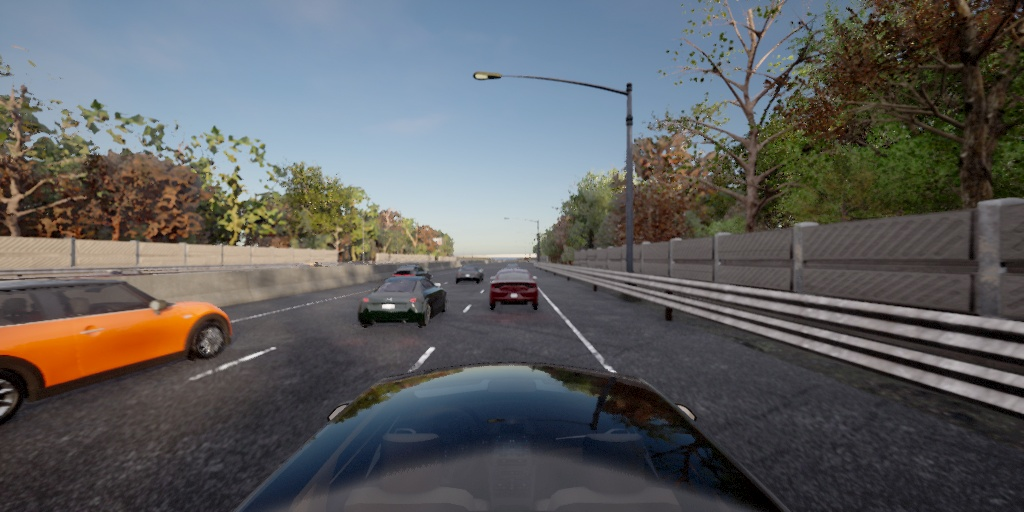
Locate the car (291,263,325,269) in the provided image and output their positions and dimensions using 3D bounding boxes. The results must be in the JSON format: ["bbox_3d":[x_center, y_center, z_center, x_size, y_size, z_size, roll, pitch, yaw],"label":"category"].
[{"bbox_3d":[-21.132,1.470,37.102,1.882,1.535,5.008,0,0,0],"label":"car"}]

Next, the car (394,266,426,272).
[{"bbox_3d":[-6.933,1.404,24.930,1.837,1.490,4.892,0,0,0],"label":"car"}]

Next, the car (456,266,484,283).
[{"bbox_3d":[-3.437,1.498,29.768,1.994,1.385,4.181,0,0,0],"label":"car"}]

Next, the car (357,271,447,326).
[{"bbox_3d":[-3.410,1.376,11.886,1.994,1.385,4.181,0,0,0],"label":"car"}]

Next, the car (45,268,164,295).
[{"bbox_3d":[-24.628,1.482,22.009,1.895,1.301,4.718,0,0,0],"label":"car"}]

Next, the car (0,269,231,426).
[{"bbox_3d":[-6.903,1.126,5.587,2.097,1.767,4.553,0,0,0],"label":"car"}]

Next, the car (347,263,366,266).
[{"bbox_3d":[-17.623,1.509,40.269,2.128,1.511,4.902,0,-1,0],"label":"car"}]

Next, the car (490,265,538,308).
[{"bbox_3d":[0.077,1.313,15.620,1.882,1.535,5.008,0,0,0],"label":"car"}]
